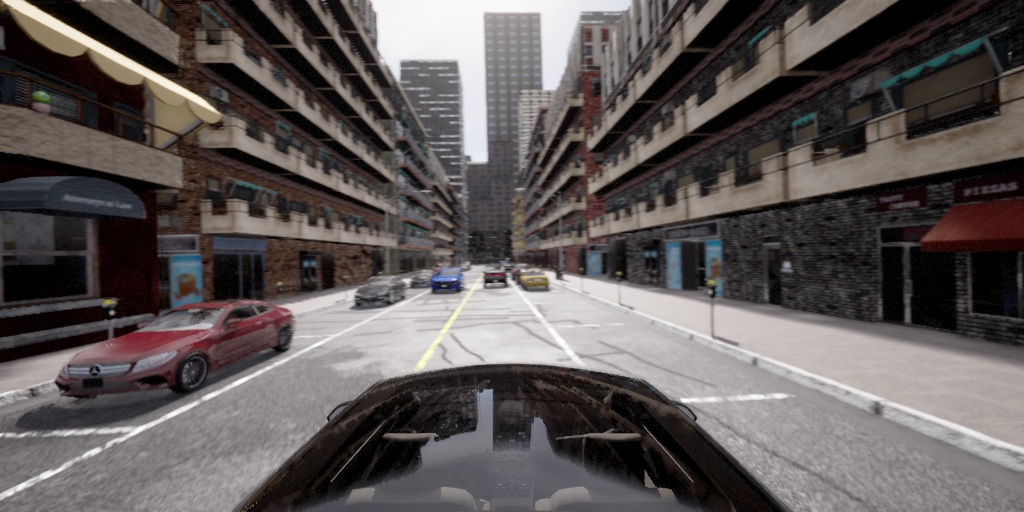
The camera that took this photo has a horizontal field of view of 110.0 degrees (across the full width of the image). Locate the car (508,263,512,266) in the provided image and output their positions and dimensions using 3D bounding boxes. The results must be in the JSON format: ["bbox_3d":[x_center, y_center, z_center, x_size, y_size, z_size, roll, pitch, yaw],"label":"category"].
[{"bbox_3d":[0.924,1.518,35.486,1.967,1.591,4.097,0,0,-3],"label":"car"}]

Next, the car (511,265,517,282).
[{"bbox_3d":[1.223,1.576,29.892,1.948,1.339,4.313,0,0,-3],"label":"car"}]

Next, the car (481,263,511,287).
[{"bbox_3d":[-1.313,1.572,28.236,1.837,1.490,4.892,-2,0,-3],"label":"car"}]

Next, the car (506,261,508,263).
[{"bbox_3d":[-0.269,1.916,57.860,1.948,1.339,4.313,0,0,-3],"label":"car"}]

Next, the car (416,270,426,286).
[{"bbox_3d":[-7.144,1.801,29.472,2.007,1.370,4.403,0,0,-3],"label":"car"}]

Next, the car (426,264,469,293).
[{"bbox_3d":[-4.281,1.591,24.451,1.882,1.535,5.008,-2,-1,-3],"label":"car"}]

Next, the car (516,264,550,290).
[{"bbox_3d":[1.512,1.468,24.468,1.751,1.417,4.829,0,0,-3],"label":"car"}]

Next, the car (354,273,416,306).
[{"bbox_3d":[-6.547,1.666,18.285,2.007,1.370,4.403,0,0,-3],"label":"car"}]

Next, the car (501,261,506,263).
[{"bbox_3d":[-2.105,1.597,43.040,2.097,1.767,4.553,-2,-1,-3],"label":"car"}]

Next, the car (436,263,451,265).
[{"bbox_3d":[-7.741,1.700,40.659,2.192,1.841,5.009,0,0,-3],"label":"car"}]

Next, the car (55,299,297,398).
[{"bbox_3d":[-5.951,1.562,7.097,1.802,1.307,4.207,0,0,-3],"label":"car"}]
